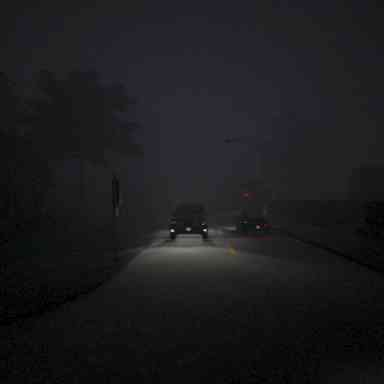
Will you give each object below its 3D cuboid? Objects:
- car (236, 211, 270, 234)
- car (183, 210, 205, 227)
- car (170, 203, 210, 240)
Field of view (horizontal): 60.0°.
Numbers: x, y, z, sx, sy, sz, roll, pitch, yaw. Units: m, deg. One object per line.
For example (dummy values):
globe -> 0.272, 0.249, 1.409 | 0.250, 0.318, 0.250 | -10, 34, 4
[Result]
car -> 4.155, 2.040, 22.908 | 1.812, 1.442, 4.674 | -1, -1, 2
car -> 0.225, 2.384, 31.071 | 1.895, 1.301, 4.718 | -1, -1, 2
car -> -0.107, 1.761, 21.054 | 2.150, 2.045, 5.566 | -1, -2, 2
